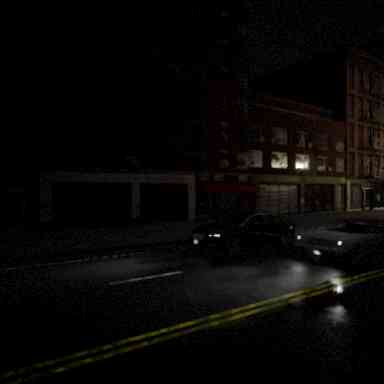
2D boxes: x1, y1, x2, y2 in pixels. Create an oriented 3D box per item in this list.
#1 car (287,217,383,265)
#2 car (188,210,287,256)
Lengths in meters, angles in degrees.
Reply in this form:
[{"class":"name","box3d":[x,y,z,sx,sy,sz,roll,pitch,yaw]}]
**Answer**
[{"class":"car","box3d":[5.738,1.606,11.771,4.718,1.301,1.895,0,0,-35]},{"class":"car","box3d":[2.131,1.494,13.188,4.902,1.511,2.128,0,0,-35]}]
